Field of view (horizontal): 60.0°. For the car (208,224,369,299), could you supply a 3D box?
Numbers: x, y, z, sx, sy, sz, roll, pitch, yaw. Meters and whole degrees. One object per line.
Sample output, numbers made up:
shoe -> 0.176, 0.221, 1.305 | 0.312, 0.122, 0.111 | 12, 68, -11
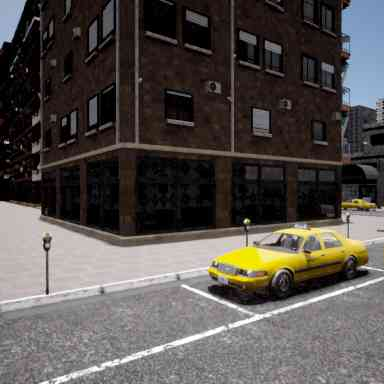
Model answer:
car -> 2.614, 1.525, 8.433 | 4.829, 1.417, 1.752 | 0, 0, -36

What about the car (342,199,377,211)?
car -> 19.281, 1.469, 39.658 | 1.752, 1.417, 4.829 | 0, 0, -35
